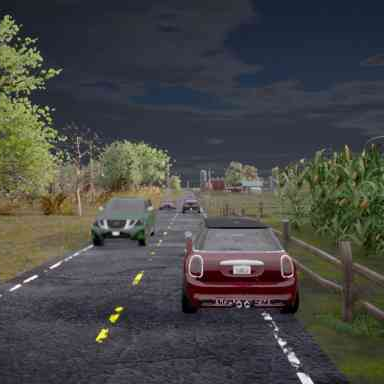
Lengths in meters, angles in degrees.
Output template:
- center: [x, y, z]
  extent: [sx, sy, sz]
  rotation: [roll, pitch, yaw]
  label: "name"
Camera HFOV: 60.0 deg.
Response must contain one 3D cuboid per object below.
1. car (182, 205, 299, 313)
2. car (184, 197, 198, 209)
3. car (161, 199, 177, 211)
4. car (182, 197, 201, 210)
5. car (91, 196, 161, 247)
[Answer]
- center: [0.871, 1.350, 7.808]
  extent: [2.097, 1.767, 4.553]
  rotation: [0, 0, 0]
  label: "car"
- center: [-0.124, 1.468, 45.911]
  extent: [1.837, 1.490, 4.892]
  rotation: [0, 0, 0]
  label: "car"
- center: [-2.917, 1.535, 40.928]
  extent: [1.994, 1.385, 4.181]
  rotation: [0, 0, 0]
  label: "car"
- center: [-0.072, 1.483, 36.001]
  extent: [1.837, 1.490, 4.892]
  rotation: [0, 0, 0]
  label: "car"
- center: [-2.912, 1.217, 15.423]
  extent: [2.150, 2.045, 5.566]
  rotation: [0, 0, 0]
  label: "car"
